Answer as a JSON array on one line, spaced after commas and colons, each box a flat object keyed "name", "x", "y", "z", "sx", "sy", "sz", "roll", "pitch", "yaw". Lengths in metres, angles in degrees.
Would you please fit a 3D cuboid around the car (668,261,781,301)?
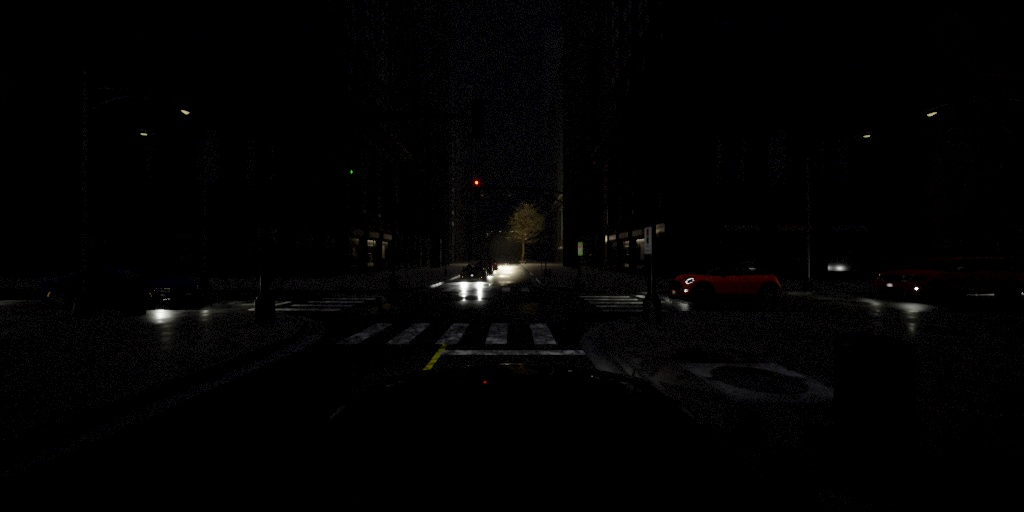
[{"name": "car", "x": 9.926, "y": 1.134, "z": 17.008, "sx": 4.553, "sy": 1.767, "sz": 2.097, "roll": 0, "pitch": 0, "yaw": 0}]

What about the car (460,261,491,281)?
[{"name": "car", "x": -3.082, "y": 1.313, "z": 29.605, "sx": 1.994, "sy": 1.385, "sz": 4.181, "roll": 0, "pitch": 0, "yaw": 0}]

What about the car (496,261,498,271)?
[{"name": "car", "x": -3.056, "y": 1.115, "z": 49.536, "sx": 2.097, "sy": 1.767, "sz": 4.553, "roll": 0, "pitch": 0, "yaw": 0}]

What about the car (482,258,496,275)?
[{"name": "car", "x": -3.076, "y": 1.230, "z": 39.373, "sx": 1.882, "sy": 1.535, "sz": 5.008, "roll": 0, "pitch": 0, "yaw": 0}]

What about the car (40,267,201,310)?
[{"name": "car", "x": -14.903, "y": 1.176, "z": 13.820, "sx": 5.008, "sy": 1.535, "sz": 1.882, "roll": 0, "pitch": 0, "yaw": 2}]

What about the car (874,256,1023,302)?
[{"name": "car", "x": 20.693, "y": 1.038, "z": 16.993, "sx": 5.566, "sy": 2.045, "sz": 2.150, "roll": 0, "pitch": 0, "yaw": 1}]
